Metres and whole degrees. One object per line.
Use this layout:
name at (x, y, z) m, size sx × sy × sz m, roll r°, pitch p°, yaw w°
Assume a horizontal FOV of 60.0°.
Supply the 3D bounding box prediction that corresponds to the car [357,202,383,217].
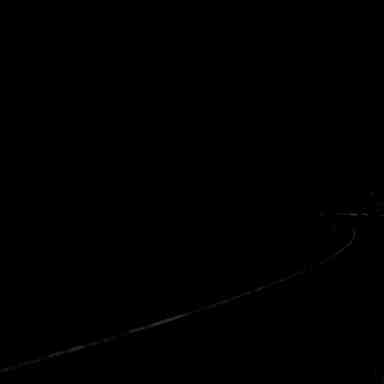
car at (17.940, 1.669, 32.741) m, size 1.812 × 1.442 × 4.674 m, roll 1°, pitch -1°, yaw 6°
